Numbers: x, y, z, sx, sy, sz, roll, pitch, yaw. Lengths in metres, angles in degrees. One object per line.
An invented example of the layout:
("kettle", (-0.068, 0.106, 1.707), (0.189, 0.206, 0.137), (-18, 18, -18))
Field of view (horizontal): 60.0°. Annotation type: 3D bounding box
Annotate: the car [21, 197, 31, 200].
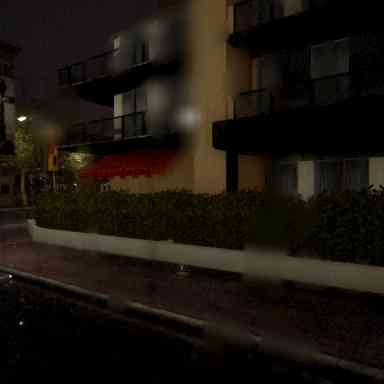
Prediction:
("car", (-35.611, 1.481, 67.681), (4.892, 1.521, 2.231), (0, 0, 36))
